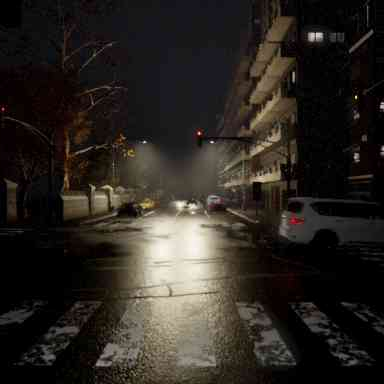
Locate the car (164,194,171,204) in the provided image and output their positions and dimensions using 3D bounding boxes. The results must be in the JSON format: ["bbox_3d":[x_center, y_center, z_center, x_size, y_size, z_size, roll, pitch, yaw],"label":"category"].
[{"bbox_3d":[-5.681,1.498,64.646,1.967,1.590,4.097,0,0,0],"label":"car"}]

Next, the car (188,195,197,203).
[{"bbox_3d":[0.009,1.444,69.998,1.837,1.490,4.892,0,0,0],"label":"car"}]

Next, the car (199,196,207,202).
[{"bbox_3d":[2.700,1.635,81.534,1.887,1.381,4.507,0,0,0],"label":"car"}]

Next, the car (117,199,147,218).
[{"bbox_3d":[-5.684,1.580,30.863,1.947,1.339,4.313,0,0,0],"label":"car"}]

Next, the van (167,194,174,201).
[{"bbox_3d":[-5.678,1.445,87.165,1.690,1.788,3.998,0,0,0],"label":"van"}]

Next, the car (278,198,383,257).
[{"bbox_3d":[6.166,1.297,12.655,5.566,2.045,2.150,2,0,-1],"label":"car"}]

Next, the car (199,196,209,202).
[{"bbox_3d":[2.700,1.629,75.904,2.008,1.369,4.403,0,0,0],"label":"car"}]

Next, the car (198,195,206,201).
[{"bbox_3d":[2.702,1.544,87.164,1.967,1.590,4.097,0,0,0],"label":"car"}]

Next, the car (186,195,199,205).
[{"bbox_3d":[0.006,1.597,59.579,2.033,1.411,5.357,0,0,0],"label":"car"}]

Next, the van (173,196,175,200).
[{"bbox_3d":[-5.679,1.432,81.536,1.690,1.788,3.998,0,0,0],"label":"van"}]

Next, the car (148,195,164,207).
[{"bbox_3d":[-5.682,1.347,47.755,2.192,1.841,5.009,0,0,0],"label":"car"}]

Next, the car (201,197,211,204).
[{"bbox_3d":[2.699,1.602,64.643,1.887,1.381,4.507,0,0,0],"label":"car"}]

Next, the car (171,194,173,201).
[{"bbox_3d":[-5.680,1.508,70.275,1.967,1.590,4.097,0,0,0],"label":"car"}]

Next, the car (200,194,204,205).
[{"bbox_3d":[2.699,1.480,53.384,1.967,1.590,4.097,0,0,0],"label":"car"}]

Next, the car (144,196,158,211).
[{"bbox_3d":[-5.683,1.550,41.955,1.752,1.417,4.829,0,0,0],"label":"car"}]

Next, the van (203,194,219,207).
[{"bbox_3d":[2.698,1.366,42.123,1.690,1.788,3.998,0,0,0],"label":"van"}]

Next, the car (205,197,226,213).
[{"bbox_3d":[2.697,1.564,36.492,1.887,1.381,4.507,0,0,0],"label":"car"}]

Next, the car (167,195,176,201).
[{"bbox_3d":[-5.678,1.669,92.794,2.008,1.369,4.403,0,0,0],"label":"car"}]

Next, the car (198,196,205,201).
[{"bbox_3d":[2.702,1.700,92.795,1.802,1.307,4.206,0,0,0],"label":"car"}]
